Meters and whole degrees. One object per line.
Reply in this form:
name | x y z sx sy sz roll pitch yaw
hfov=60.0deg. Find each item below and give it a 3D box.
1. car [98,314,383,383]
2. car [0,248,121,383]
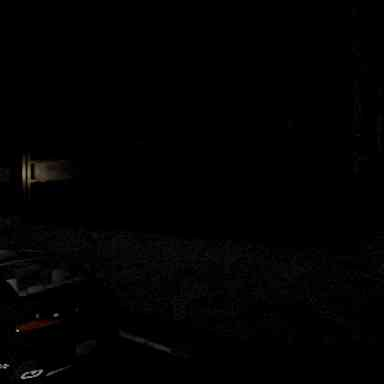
car | 1.598 1.582 1.826 4.206 1.307 1.802 0 0 35
car | -2.991 1.551 5.100 4.403 1.369 2.008 0 0 35
